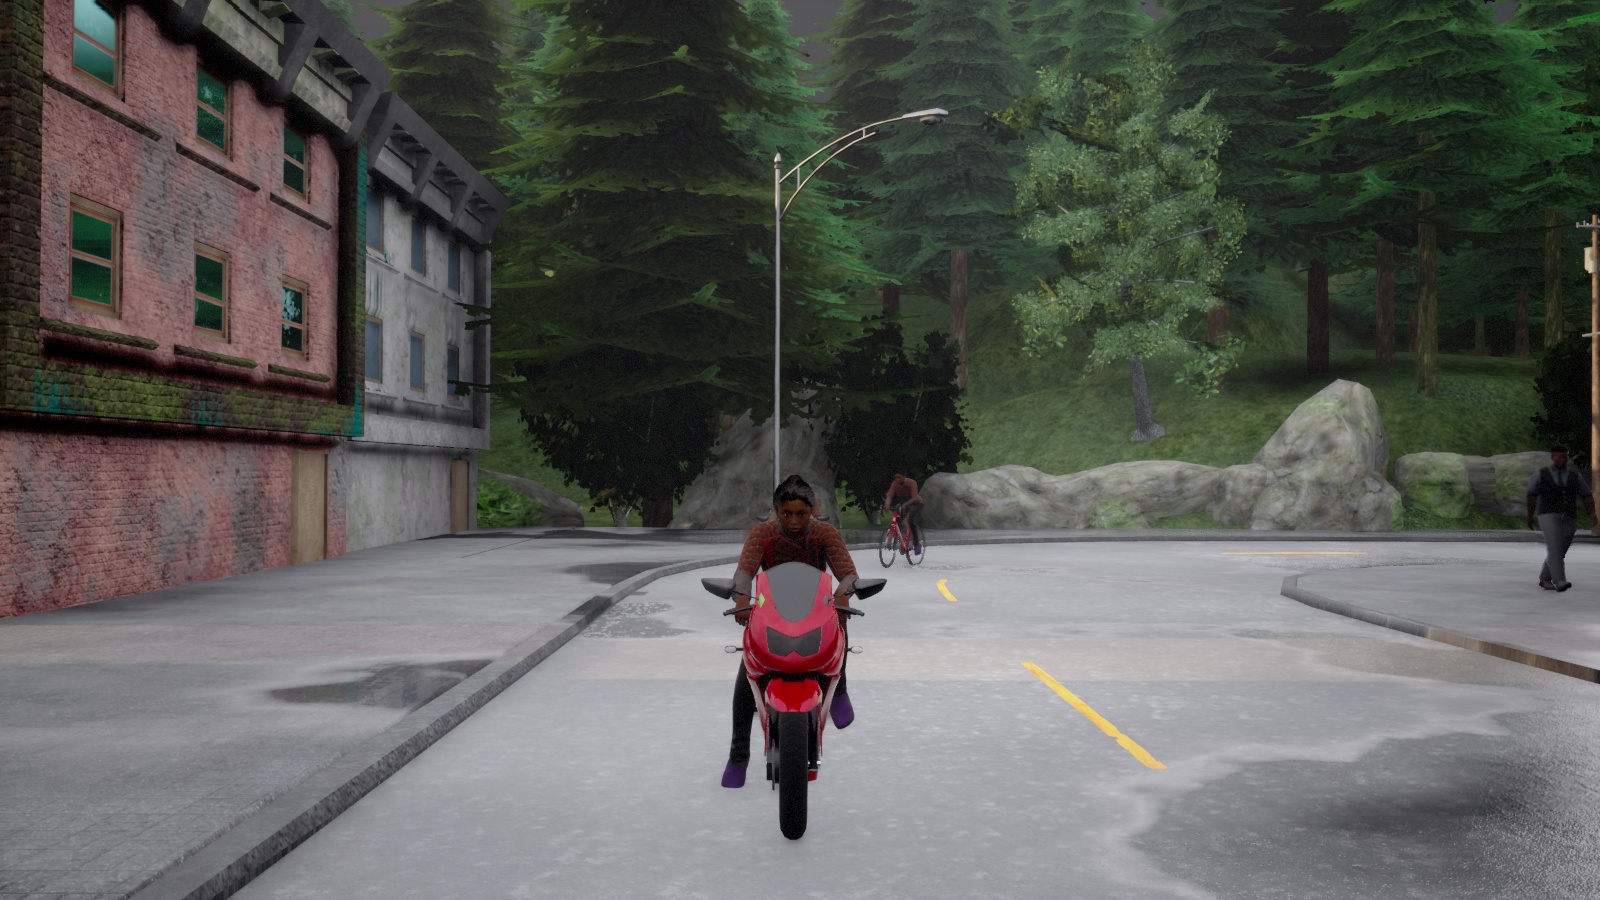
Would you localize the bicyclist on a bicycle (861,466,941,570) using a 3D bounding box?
[{"bbox_3d":[1.679,1.105,20.561,0.582,1.620,1.656,-1,-3,32],"label":"bicyclist on a bicycle"}]

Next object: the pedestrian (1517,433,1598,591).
[{"bbox_3d":[9.281,0.745,15.406,0.563,1.883,0.849,0,-1,10],"label":"pedestrian"}]

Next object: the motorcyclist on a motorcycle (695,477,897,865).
[{"bbox_3d":[-0.023,0.898,6.008,0.797,1.523,2.044,0,-1,0],"label":"motorcyclist on a motorcycle"}]
